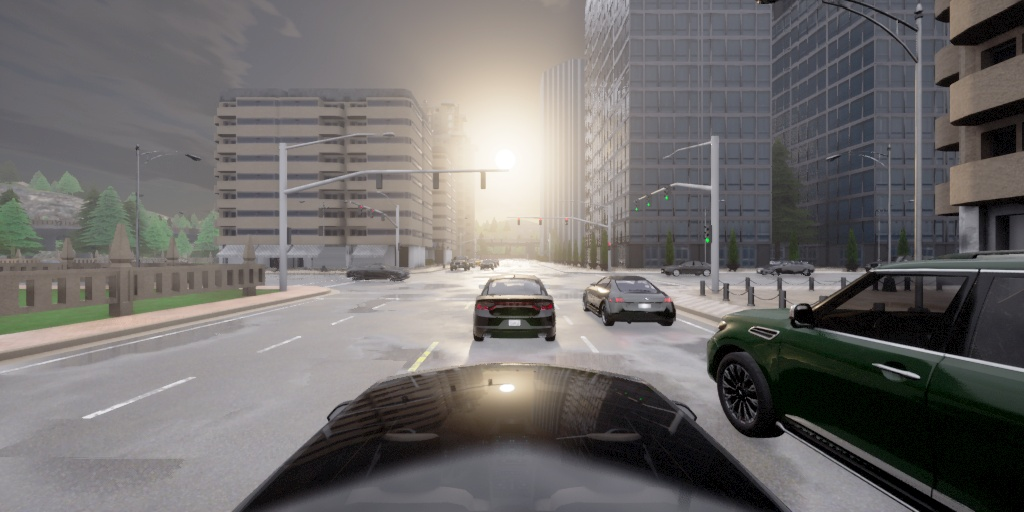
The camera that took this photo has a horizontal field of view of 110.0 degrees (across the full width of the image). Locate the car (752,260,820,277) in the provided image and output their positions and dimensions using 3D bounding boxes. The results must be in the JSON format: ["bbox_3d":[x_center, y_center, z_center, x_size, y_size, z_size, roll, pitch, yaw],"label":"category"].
[{"bbox_3d":[26.327,1.185,34.594,4.902,1.511,2.128,0,0,0],"label":"car"}]

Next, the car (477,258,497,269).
[{"bbox_3d":[-3.612,1.255,52.969,1.837,1.490,4.892,0,0,0],"label":"car"}]

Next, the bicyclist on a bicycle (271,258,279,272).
[{"bbox_3d":[-26.094,0.995,39.820,0.582,1.620,1.656,0,0,7],"label":"bicyclist on a bicycle"}]

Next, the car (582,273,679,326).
[{"bbox_3d":[3.575,1.314,11.643,1.994,1.385,4.181,0,0,0],"label":"car"}]

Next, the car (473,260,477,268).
[{"bbox_3d":[-7.103,1.255,59.303,1.837,1.490,4.892,0,0,0],"label":"car"}]

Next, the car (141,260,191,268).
[{"bbox_3d":[-25.935,1.220,28.170,4.674,1.442,1.812,0,0,7],"label":"car"}]

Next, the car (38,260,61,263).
[{"bbox_3d":[-40.052,1.220,31.886,4.674,1.442,1.812,0,0,26],"label":"car"}]

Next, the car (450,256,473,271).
[{"bbox_3d":[-7.114,0.972,49.599,2.150,2.045,5.566,0,0,0],"label":"car"}]

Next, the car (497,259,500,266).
[{"bbox_3d":[-3.589,1.241,62.309,2.128,1.511,4.902,0,0,0],"label":"car"}]

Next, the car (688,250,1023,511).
[{"bbox_3d":[3.601,0.971,2.288,2.150,2.045,5.566,0,0,0],"label":"car"}]

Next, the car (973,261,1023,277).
[{"bbox_3d":[47.837,1.220,34.439,4.674,1.442,1.812,0,0,1],"label":"car"}]

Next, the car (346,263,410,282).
[{"bbox_3d":[-10.280,1.238,27.605,4.674,1.442,1.812,1,0,1],"label":"car"}]

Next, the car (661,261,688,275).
[{"bbox_3d":[16.965,1.199,34.648,4.892,1.490,1.837,0,0,0],"label":"car"}]

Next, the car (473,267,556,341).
[{"bbox_3d":[0.066,1.228,9.864,1.882,1.535,5.008,0,0,0],"label":"car"}]

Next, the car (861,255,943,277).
[{"bbox_3d":[37.474,0.917,34.534,5.566,2.045,2.150,0,0,0],"label":"car"}]
